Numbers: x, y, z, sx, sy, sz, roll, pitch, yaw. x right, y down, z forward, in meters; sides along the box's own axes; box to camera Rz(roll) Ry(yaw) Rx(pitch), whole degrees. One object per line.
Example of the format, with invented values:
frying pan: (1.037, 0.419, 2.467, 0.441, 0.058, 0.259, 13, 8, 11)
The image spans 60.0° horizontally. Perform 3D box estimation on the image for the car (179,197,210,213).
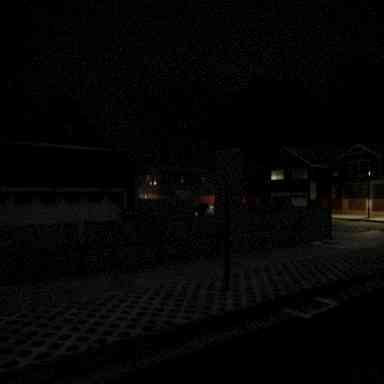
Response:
car: (-0.139, 1.345, 34.749, 1.882, 1.535, 5.008, 0, 0, -35)
